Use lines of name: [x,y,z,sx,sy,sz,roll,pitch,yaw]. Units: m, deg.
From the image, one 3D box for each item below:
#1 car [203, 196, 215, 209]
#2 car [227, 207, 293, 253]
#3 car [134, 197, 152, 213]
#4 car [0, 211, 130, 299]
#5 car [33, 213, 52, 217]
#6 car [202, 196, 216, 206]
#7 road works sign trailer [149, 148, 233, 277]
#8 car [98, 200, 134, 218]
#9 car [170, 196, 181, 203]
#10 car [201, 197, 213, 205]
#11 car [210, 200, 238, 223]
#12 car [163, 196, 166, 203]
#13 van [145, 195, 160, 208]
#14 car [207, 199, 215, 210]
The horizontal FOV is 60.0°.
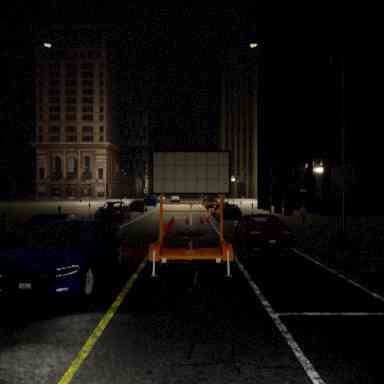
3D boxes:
car: [2.654,1.509,41.898,1.752,1.417,4.829,0,0,0]
car: [2.726,1.543,13.525,1.887,1.381,4.507,0,0,0]
car: [-5.856,1.554,36.064,1.947,1.339,4.313,0,0,0]
car: [-3.121,1.476,8.693,1.882,1.535,5.008,0,0,0]
car: [-5.799,1.564,13.500,1.947,1.339,4.313,0,0,0]
car: [2.626,1.413,53.010,1.967,1.590,4.097,0,0,0]
road works sign trailer: [-0.026,0.463,10.253,2.380,3.560,2.880,0,0,0]
car: [-5.828,1.435,24.782,1.967,1.590,4.097,0,0,0]
car: [-3.165,1.508,64.734,2.033,1.411,5.357,0,0,0]
car: [2.612,1.518,58.651,2.008,1.369,4.403,0,0,0]
car: [2.698,1.545,24.806,2.008,1.369,4.403,0,0,0]
car: [-5.928,1.512,64.269,2.008,1.369,4.403,0,0,0]
van: [-5.885,1.320,47.346,1.690,1.788,3.998,0,0,0]
car: [2.683,1.558,30.446,1.947,1.339,4.313,0,0,0]
